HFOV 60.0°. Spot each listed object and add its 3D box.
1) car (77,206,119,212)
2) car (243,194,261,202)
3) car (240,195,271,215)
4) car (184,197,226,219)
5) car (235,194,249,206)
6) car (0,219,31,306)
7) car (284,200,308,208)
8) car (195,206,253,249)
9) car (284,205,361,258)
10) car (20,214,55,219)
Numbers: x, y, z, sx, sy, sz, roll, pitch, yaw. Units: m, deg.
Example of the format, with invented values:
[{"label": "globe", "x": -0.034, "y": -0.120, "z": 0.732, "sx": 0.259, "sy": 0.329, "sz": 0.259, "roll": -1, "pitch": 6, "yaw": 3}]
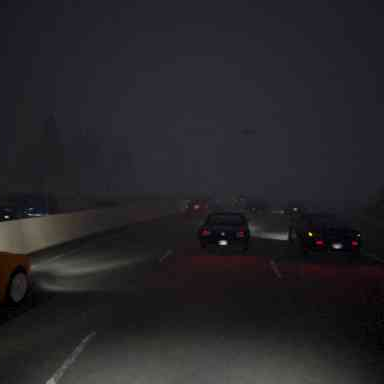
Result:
[{"label": "car", "x": -6.925, "y": 1.319, "z": 25.304, "sx": 1.837, "sy": 1.490, "sz": 4.892, "roll": 0, "pitch": 0, "yaw": 16}, {"label": "car", "x": 11.696, "y": 1.165, "z": 64.366, "sx": 1.994, "sy": 1.385, "sz": 4.181, "roll": 0, "pitch": 0, "yaw": 31}, {"label": "car", "x": 6.221, "y": 1.280, "z": 31.284, "sx": 1.882, "sy": 1.535, "sz": 5.008, "roll": 0, "pitch": 0, "yaw": 20}, {"label": "car", "x": 0.997, "y": 1.171, "z": 27.129, "sx": 2.097, "sy": 1.767, "sz": 4.553, "roll": 0, "pitch": 0, "yaw": 18}, {"label": "car", "x": 7.020, "y": 1.085, "z": 41.868, "sx": 2.097, "sy": 1.767, "sz": 4.553, "roll": 0, "pitch": 0, "yaw": 27}, {"label": "car", "x": -4.372, "y": 1.435, "z": 4.903, "sx": 1.882, "sy": 1.535, "sz": 5.008, "roll": 0, "pitch": 0, "yaw": 4}, {"label": "car", "x": 9.211, "y": 1.386, "z": 29.271, "sx": 1.994, "sy": 1.385, "sz": 4.181, "roll": 0, "pitch": 0, "yaw": 20}, {"label": "car", "x": 1.484, "y": 1.509, "z": 14.088, "sx": 1.895, "sy": 1.301, "sz": 4.718, "roll": 0, "pitch": 0, "yaw": 9}, {"label": "car", "x": 4.785, "y": 1.452, "z": 12.428, "sx": 1.812, "sy": 1.442, "sz": 4.674, "roll": 0, "pitch": 0, "yaw": 9}, {"label": "car", "x": -11.284, "y": 1.047, "z": 22.374, "sx": 2.150, "sy": 2.045, "sz": 5.566, "roll": 0, "pitch": 0, "yaw": 13}]
